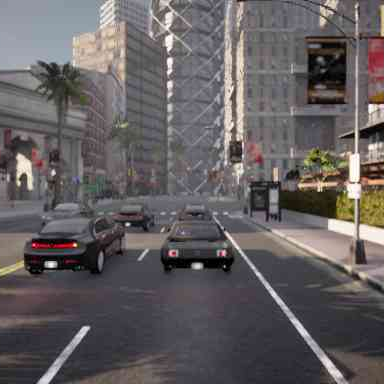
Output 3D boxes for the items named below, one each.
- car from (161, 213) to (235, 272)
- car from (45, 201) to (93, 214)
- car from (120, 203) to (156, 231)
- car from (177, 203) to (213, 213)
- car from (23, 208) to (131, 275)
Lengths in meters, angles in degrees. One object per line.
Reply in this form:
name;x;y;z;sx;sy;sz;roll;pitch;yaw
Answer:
car;0.147;1.556;10.555;1.895;1.301;4.718;0;0;0
car;-6.922;1.250;19.058;1.812;1.442;4.674;0;0;0
car;-3.318;1.422;19.720;1.837;1.490;4.892;0;0;0
car;0.182;1.421;19.828;1.837;1.490;4.892;0;0;0
car;-3.346;1.461;10.314;1.837;1.490;4.892;0;0;0
